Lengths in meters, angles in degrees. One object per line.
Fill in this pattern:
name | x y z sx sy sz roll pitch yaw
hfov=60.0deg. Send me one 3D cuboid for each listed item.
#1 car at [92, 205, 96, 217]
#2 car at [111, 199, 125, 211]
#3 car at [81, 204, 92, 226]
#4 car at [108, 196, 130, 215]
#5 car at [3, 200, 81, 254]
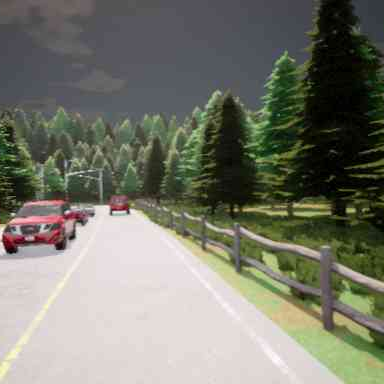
car | -11.401 1.960 35.530 1.895 1.301 4.718 -2 0 -13
car | -10.822 1.803 48.514 1.882 1.535 5.008 -2 0 -13
car | -9.120 1.893 25.777 1.895 1.301 4.718 -2 0 -13
car | -8.200 1.469 37.611 2.150 2.045 5.566 -2 0 -13
car | -6.720 1.436 15.273 2.150 2.045 5.566 -2 0 -12
